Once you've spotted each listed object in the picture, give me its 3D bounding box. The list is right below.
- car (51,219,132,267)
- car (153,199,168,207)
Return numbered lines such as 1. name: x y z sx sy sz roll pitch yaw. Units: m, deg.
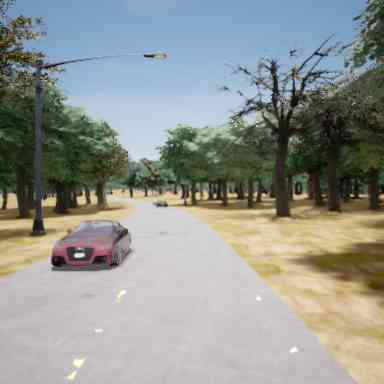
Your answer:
1. car: -3.336 1.685 11.747 1.994 1.385 4.181 0 -1 -1
2. car: -5.765 2.212 63.831 1.994 1.385 4.181 0 0 -11
